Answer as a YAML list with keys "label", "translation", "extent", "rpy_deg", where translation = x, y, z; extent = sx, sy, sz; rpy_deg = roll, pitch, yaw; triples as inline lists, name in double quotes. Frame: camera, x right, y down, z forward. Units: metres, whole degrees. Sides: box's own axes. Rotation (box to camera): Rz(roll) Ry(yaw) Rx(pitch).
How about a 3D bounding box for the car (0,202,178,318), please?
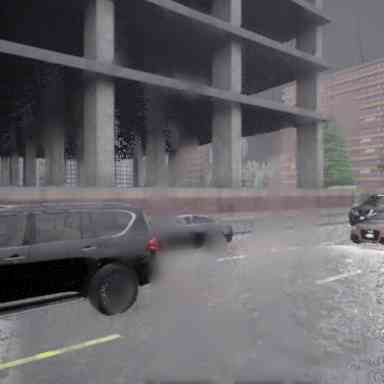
- label: "car"
  translation: [-3.216, 1.221, 5.993]
  extent: [5.566, 2.045, 2.150]
  rpy_deg: [0, 0, -36]

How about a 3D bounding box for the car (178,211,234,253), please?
- label: "car"
  translation: [-0.666, 1.482, 12.071]
  extent: [4.902, 1.511, 2.128]
  rpy_deg: [0, 0, -35]

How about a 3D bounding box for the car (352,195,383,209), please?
- label: "car"
  translation: [12.364, 1.197, 21.311]
  extent: [5.566, 2.045, 2.150]
  rpy_deg: [0, 0, -35]

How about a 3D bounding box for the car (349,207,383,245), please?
- label: "car"
  translation: [8.667, 1.546, 14.329]
  extent: [4.181, 1.385, 1.994]
  rpy_deg: [0, 0, -35]
